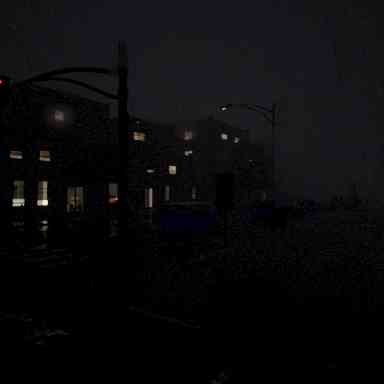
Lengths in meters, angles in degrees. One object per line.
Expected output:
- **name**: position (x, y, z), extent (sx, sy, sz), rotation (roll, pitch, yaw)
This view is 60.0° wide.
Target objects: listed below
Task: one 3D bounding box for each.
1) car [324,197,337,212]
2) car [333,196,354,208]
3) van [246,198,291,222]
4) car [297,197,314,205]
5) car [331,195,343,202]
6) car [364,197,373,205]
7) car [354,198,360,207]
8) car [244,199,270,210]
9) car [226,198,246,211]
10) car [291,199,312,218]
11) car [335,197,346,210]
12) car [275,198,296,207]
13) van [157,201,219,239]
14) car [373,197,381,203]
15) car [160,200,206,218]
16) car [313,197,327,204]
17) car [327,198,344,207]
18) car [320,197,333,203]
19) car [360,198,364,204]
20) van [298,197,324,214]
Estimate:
- **car**: position (15.819, 1.671, 40.399), extent (1.752, 1.417, 4.829), rotation (0, 0, 35)
- **car**: position (22.058, 1.497, 49.305), extent (2.192, 1.841, 5.009), rotation (0, 0, 35)
- **van**: position (6.218, 1.436, 26.691), extent (1.690, 1.788, 3.998), rotation (0, 0, 35)
- **car**: position (21.538, 1.705, 63.172), extent (1.887, 1.381, 4.507), rotation (0, 0, 35)
- **car**: position (37.377, 1.712, 85.785), extent (1.967, 1.590, 4.097), rotation (0, 0, 35)
- **car**: position (34.728, 1.809, 67.395), extent (1.887, 1.381, 4.507), rotation (0, 0, 35)
- **car**: position (25.226, 1.516, 53.828), extent (2.192, 1.841, 5.009), rotation (0, 0, 35)
- **car**: position (8.867, 1.629, 45.082), extent (1.887, 1.381, 4.507), rotation (0, 0, 35)
- **car**: position (5.700, 1.506, 40.560), extent (1.967, 1.590, 4.097), rotation (0, 0, 35)
- **car**: position (9.385, 1.655, 31.213), extent (1.887, 1.381, 4.507), rotation (0, 0, 35)
- **car**: position (18.888, 1.729, 44.781), extent (1.947, 1.339, 4.313), rotation (0, 0, 35)
- **car**: position (15.203, 1.665, 54.127), extent (1.887, 1.381, 4.507), rotation (0, 0, 35)
- **van**: position (-0.117, 1.406, 17.646), extent (1.690, 1.788, 3.998), rotation (0, 0, 35)
- **car**: position (44.231, 1.899, 80.963), extent (1.947, 1.339, 4.313), rotation (0, 0, 35)
- **car**: position (-0.734, 1.558, 31.374), extent (1.752, 1.417, 4.829), rotation (0, 0, 35)
- **car**: position (27.776, 1.728, 72.078), extent (1.752, 1.417, 4.829), rotation (0, 0, 35)
- **car**: position (25.091, 1.796, 58.146), extent (1.895, 1.301, 4.718), rotation (1, 0, 35)
- **car**: position (31.041, 1.792, 76.740), extent (1.947, 1.339, 4.313), rotation (0, 0, 35)
- **car**: position (28.490, 1.748, 58.489), extent (1.752, 1.417, 4.829), rotation (0, 0, 35)
- **van**: position (12.554, 1.469, 35.736), extent (1.690, 1.788, 3.998), rotation (0, 0, 35)
